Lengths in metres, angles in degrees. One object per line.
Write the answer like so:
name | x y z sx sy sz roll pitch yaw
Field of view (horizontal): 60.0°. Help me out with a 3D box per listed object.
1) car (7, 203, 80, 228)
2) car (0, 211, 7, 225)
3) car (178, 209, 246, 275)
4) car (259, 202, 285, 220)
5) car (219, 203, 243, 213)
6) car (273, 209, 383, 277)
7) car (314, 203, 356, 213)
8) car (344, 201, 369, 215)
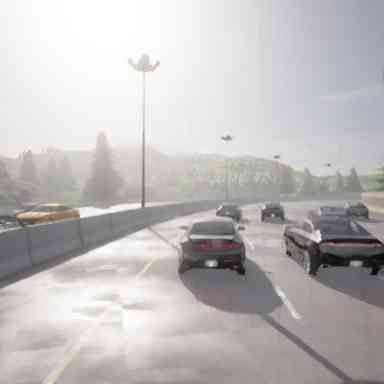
car | -8.916 1.480 20.995 1.882 1.535 5.008 0 0 9
car | -11.936 1.545 24.356 2.033 1.411 5.357 0 0 9
car | 0.646 1.524 10.618 1.837 1.490 4.892 0 0 4
car | 6.773 1.574 28.171 1.837 1.490 4.892 0 0 12
car | 3.179 1.621 28.009 1.994 1.385 4.181 0 0 12
car | 4.140 1.523 10.448 2.128 1.511 4.902 0 0 4
car | 9.258 1.617 22.947 2.033 1.411 5.357 0 0 10
car | 14.306 1.590 29.757 2.128 1.511 4.902 0 0 13
